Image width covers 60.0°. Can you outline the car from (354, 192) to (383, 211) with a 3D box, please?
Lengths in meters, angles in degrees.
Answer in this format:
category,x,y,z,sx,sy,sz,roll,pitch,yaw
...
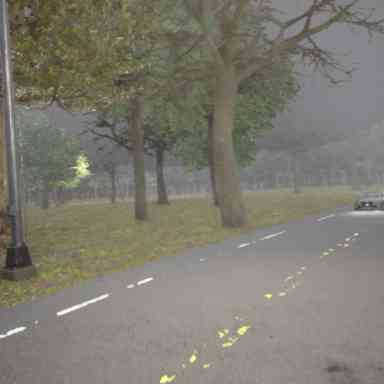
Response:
category,x,y,z,sx,sy,sz,roll,pitch,yaw
car,14.171,0.694,26.246,1.994,1.385,4.181,-4,0,38
